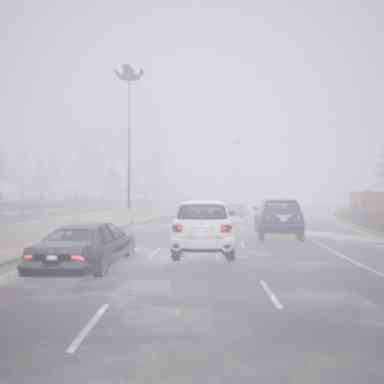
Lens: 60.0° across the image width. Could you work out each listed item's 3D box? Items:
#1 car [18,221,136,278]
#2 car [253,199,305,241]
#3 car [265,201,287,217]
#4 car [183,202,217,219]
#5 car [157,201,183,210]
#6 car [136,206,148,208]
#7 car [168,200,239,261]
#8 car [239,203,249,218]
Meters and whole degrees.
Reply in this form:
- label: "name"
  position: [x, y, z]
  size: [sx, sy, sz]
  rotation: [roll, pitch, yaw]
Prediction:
- label: "car"
  position: [-3.189, 1.632, 10.409]
  size: [2.033, 1.411, 5.357]
  rotation: [0, 0, 3]
- label: "car"
  position: [4.584, 1.367, 17.921]
  size: [2.150, 2.045, 5.566]
  rotation: [0, 0, 8]
- label: "car"
  position: [9.225, 1.798, 36.109]
  size: [1.837, 1.490, 4.892]
  rotation: [0, -1, 20]
- label: "car"
  position: [0.884, 1.819, 33.434]
  size: [2.033, 1.411, 5.357]
  rotation: [0, 0, 17]
- label: "car"
  position: [-3.371, 2.021, 51.726]
  size: [1.895, 1.301, 4.718]
  rotation: [0, -1, 26]
- label: "car"
  position: [-7.456, 2.015, 51.160]
  size: [1.895, 1.301, 4.718]
  rotation: [0, -1, 24]
- label: "car"
  position: [0.508, 1.328, 12.998]
  size: [2.150, 2.045, 5.566]
  rotation: [0, 0, 5]
- label: "car"
  position: [4.559, 1.819, 33.484]
  size: [2.033, 1.411, 5.357]
  rotation: [0, 0, 18]
